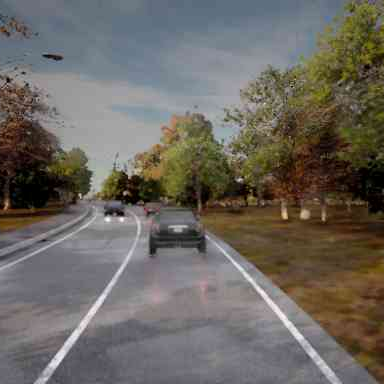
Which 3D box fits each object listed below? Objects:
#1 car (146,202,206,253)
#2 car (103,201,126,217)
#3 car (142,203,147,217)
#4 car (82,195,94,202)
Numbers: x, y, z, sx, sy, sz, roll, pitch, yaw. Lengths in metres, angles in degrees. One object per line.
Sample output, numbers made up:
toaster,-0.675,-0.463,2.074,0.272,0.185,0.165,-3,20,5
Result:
car,-0.692,1.382,13.947,2.097,1.767,4.553,0,0,-5
car,-7.331,1.536,31.531,2.033,1.411,5.357,1,0,-13
car,-3.669,1.656,31.954,1.895,1.301,4.718,1,0,-13
car,-22.097,1.310,70.472,1.812,1.442,4.674,2,-1,-24
